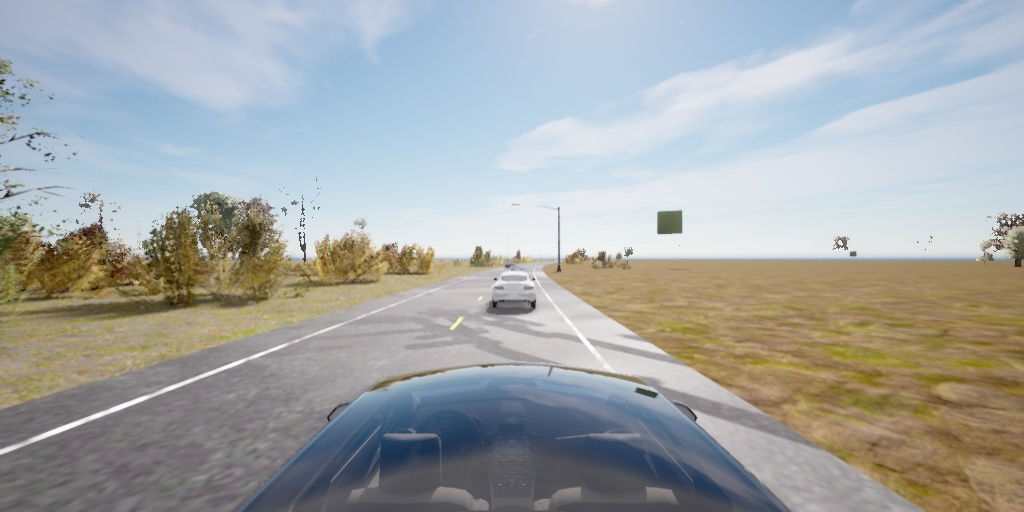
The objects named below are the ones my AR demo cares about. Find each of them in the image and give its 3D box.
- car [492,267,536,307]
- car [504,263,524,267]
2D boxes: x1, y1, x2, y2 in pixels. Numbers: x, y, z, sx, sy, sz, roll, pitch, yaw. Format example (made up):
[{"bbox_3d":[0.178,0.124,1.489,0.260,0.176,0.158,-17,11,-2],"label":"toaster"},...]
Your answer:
[{"bbox_3d":[0.112,1.410,16.201,1.812,1.442,4.674,0,0,1],"label":"car"},{"bbox_3d":[0.465,1.564,30.757,2.033,1.411,5.357,0,0,2],"label":"car"}]
